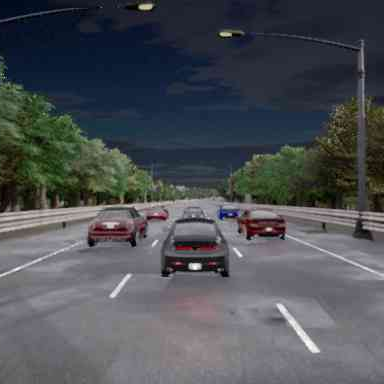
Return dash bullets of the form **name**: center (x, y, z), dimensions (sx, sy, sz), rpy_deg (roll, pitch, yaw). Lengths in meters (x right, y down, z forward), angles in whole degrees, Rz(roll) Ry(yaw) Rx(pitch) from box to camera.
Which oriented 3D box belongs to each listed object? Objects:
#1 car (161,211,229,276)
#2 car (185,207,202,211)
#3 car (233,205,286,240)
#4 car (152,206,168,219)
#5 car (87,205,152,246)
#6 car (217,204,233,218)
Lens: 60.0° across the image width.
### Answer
- **car**: center (0.091, 1.572, 10.531), dimensions (1.837, 1.490, 4.892), rpy_deg (0, 0, 0)
- **car**: center (0.120, 1.940, 27.724), dimensions (2.033, 1.411, 5.357), rpy_deg (0, -1, 0)
- **car**: center (3.617, 1.655, 18.058), dimensions (1.882, 1.535, 5.008), rpy_deg (0, -1, 0)
- **car**: center (-3.367, 2.084, 32.949), dimensions (1.994, 1.385, 4.181), rpy_deg (0, -1, 0)
- **car**: center (-3.391, 1.493, 15.997), dimensions (2.097, 1.767, 4.553), rpy_deg (0, -1, 0)
- **car**: center (3.635, 2.021, 33.863), dimensions (1.882, 1.535, 5.008), rpy_deg (0, -1, 0)
